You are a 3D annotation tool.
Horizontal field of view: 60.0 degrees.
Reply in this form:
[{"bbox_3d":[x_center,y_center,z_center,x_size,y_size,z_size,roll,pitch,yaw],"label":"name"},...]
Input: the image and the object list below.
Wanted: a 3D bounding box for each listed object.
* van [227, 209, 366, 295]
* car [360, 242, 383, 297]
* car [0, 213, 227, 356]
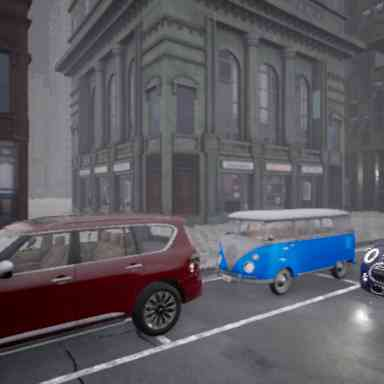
[{"bbox_3d":[2.462,1.338,8.408,3.998,1.788,1.690,0,0,-36],"label":"van"},{"bbox_3d":[5.797,1.347,7.514,4.553,1.767,2.097,0,0,-36],"label":"car"},{"bbox_3d":[-2.127,1.314,5.134,5.009,1.841,2.192,0,0,-36],"label":"car"}]
